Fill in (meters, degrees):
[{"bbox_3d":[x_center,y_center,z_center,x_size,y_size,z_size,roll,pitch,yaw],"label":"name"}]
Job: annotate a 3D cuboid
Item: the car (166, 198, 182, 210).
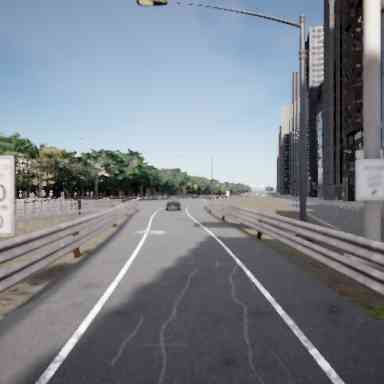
[{"bbox_3d":[-2.375,1.573,43.061,1.837,1.490,4.892,0,0,-1],"label":"car"}]
